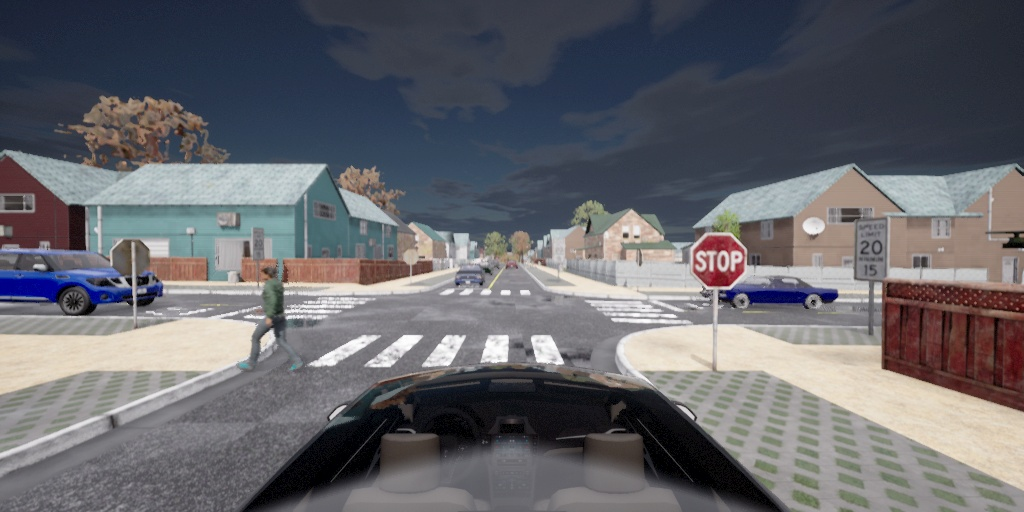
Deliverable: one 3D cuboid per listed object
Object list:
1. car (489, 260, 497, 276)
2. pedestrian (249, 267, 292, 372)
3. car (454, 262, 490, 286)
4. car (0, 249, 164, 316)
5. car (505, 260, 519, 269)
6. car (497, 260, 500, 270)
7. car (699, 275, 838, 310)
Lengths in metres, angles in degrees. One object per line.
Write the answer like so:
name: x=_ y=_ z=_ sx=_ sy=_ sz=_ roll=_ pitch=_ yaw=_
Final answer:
car: x=-2.875 y=1.331 z=36.604 sx=1.895 sy=1.301 sz=4.718 roll=0 pitch=0 yaw=0
pedestrian: x=-4.083 y=1.034 z=6.041 sx=0.375 sy=1.860 sz=0.375 roll=-1 pitch=1 yaw=0
car: x=-2.837 y=1.266 z=25.274 sx=2.033 sy=1.411 sz=5.357 roll=0 pitch=0 yaw=-1
car: x=-15.126 y=0.794 z=11.968 sx=5.566 sy=2.045 sz=2.150 roll=1 pitch=1 yaw=0
car: x=-0.042 y=1.335 z=56.852 sx=1.812 sy=1.442 sz=4.674 roll=0 pitch=0 yaw=0
car: x=-2.847 y=1.307 z=55.260 sx=1.837 sy=1.490 sz=4.892 roll=0 pitch=-1 yaw=0
car: x=10.480 y=1.462 z=14.925 sx=4.718 sy=1.301 sz=1.895 roll=1 pitch=1 yaw=-1
